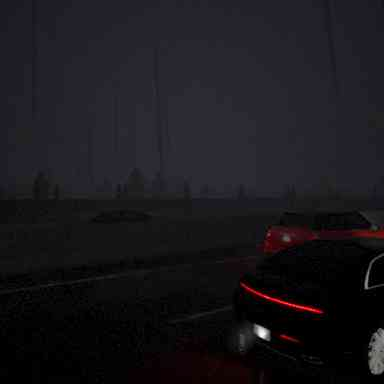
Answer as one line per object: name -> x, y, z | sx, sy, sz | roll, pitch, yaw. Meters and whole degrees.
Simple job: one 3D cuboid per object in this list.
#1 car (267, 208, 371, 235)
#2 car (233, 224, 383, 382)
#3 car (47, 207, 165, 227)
car -> 4.496, 1.332, 10.349 | 4.553, 1.767, 2.097 | 0, 0, -29
car -> 2.926, 1.495, 5.417 | 4.892, 1.490, 1.837 | 0, 0, -32
car -> -3.502, 1.429, 13.990 | 5.008, 1.535, 1.882 | 0, 0, -32
